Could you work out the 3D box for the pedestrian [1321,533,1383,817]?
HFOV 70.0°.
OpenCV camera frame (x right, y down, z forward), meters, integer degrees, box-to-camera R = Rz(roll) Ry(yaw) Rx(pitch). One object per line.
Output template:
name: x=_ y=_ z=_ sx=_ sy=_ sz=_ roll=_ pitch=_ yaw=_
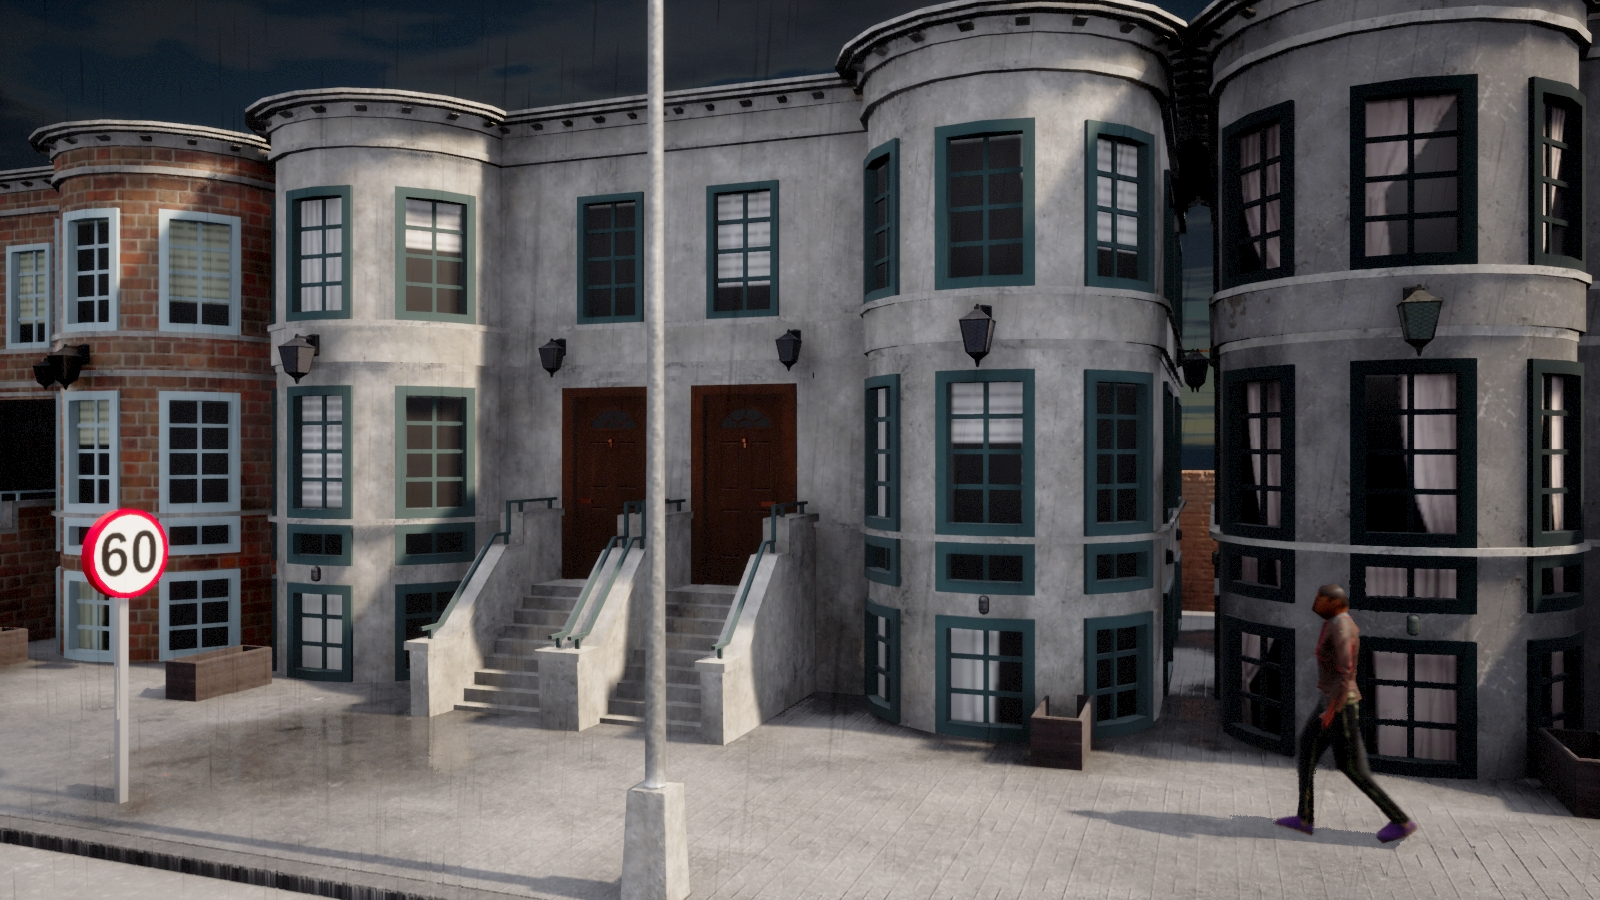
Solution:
pedestrian: x=3.805 y=1.524 z=7.883 sx=0.375 sy=1.860 sz=0.375 roll=0 pitch=0 yaw=24
